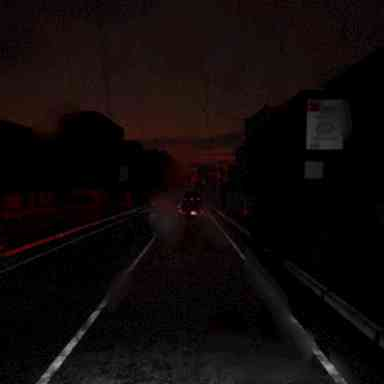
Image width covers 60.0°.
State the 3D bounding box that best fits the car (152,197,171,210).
[{"bbox_3d":[-3.495,1.286,38.445,1.812,1.442,4.674,0,0,0],"label":"car"}]

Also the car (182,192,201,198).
[{"bbox_3d":[-0.029,0.971,41.294,2.150,2.045,5.566,0,0,0],"label":"car"}]

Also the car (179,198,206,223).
[{"bbox_3d":[0.052,1.382,23.579,2.033,1.411,5.357,0,0,0],"label":"car"}]
